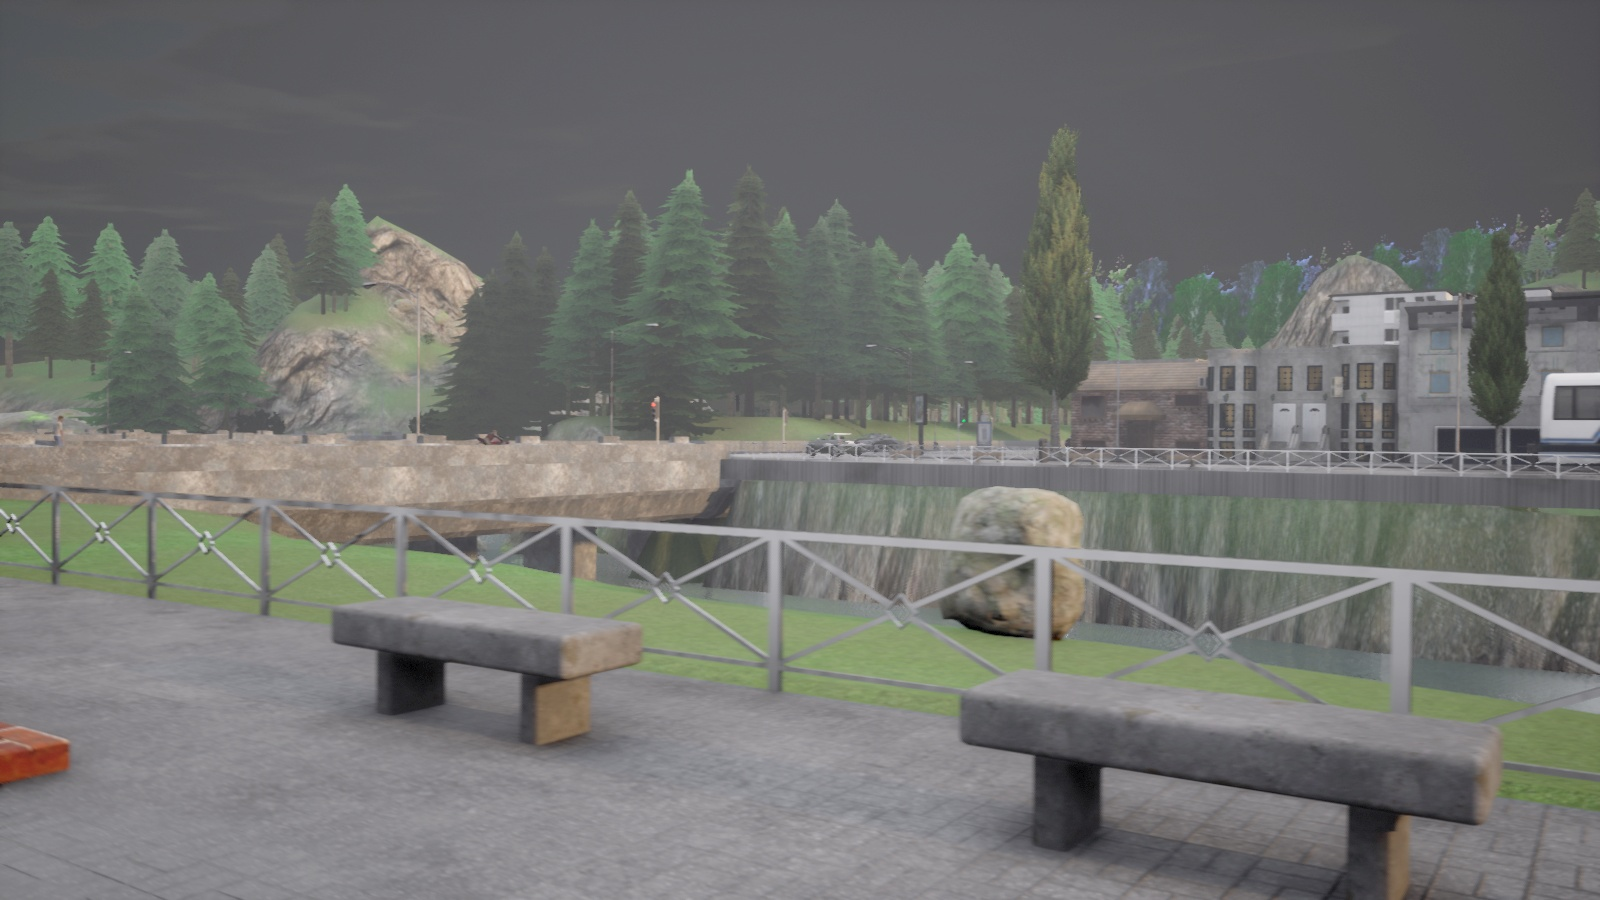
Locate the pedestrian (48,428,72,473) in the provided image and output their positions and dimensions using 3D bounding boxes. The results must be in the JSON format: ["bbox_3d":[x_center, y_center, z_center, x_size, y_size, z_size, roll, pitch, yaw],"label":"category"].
[{"bbox_3d":[-30.075,0.017,51.041,0.354,1.836,0.706,0,1,35],"label":"pedestrian"}]

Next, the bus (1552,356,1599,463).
[{"bbox_3d":[35.818,-1.647,49.614,10.273,4.253,3.944,0,1,34],"label":"bus"}]

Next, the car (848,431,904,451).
[{"bbox_3d":[5.916,-0.695,97.413,2.128,1.511,4.902,0,1,33],"label":"car"}]

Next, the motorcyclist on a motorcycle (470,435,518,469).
[{"bbox_3d":[-14.475,0.086,59.493,0.866,1.530,2.191,0,1,34],"label":"motorcyclist on a motorcycle"}]

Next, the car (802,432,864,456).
[{"bbox_3d":[2.048,-0.392,78.328,1.970,1.475,3.806,-1,1,-35],"label":"car"}]
